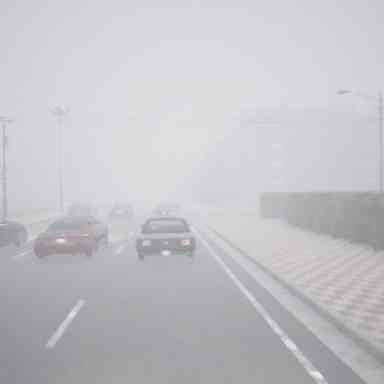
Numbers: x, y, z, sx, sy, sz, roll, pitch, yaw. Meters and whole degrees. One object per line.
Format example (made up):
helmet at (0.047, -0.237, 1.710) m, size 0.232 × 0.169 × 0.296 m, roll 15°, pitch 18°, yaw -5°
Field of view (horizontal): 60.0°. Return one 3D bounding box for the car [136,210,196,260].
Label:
car at (-0.977, 1.587, 12.443) m, size 1.895 × 1.301 × 4.718 m, roll -1°, pitch 0°, yaw -5°

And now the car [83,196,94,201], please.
car at (-27.932, 1.723, 89.582) m, size 1.994 × 1.385 × 4.181 m, roll -1°, pitch 0°, yaw -5°

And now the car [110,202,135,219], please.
car at (-6.225, 1.593, 29.617) m, size 1.994 × 1.385 × 4.181 m, roll -1°, pitch 0°, yaw -6°

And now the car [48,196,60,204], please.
car at (-29.931, 1.657, 72.849) m, size 2.097 × 1.767 × 4.553 m, roll -1°, pitch 0°, yaw -5°

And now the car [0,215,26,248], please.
car at (-8.024, 1.587, 12.672) m, size 2.128 × 1.511 × 4.902 m, roll -1°, pitch 0°, yaw -5°

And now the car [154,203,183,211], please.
car at (-1.758, 1.517, 25.644) m, size 2.033 × 1.411 × 5.357 m, roll -1°, pitch 0°, yaw 5°

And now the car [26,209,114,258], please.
car at (-4.545, 1.604, 13.099) m, size 1.994 × 1.385 × 4.181 m, roll -1°, pitch 0°, yaw -5°

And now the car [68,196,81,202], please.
car at (-31.418, 1.765, 89.269) m, size 2.033 × 1.411 × 5.357 m, roll -1°, pitch 0°, yaw -5°

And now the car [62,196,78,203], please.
car at (-26.446, 1.772, 73.201) m, size 2.128 × 1.511 × 4.902 m, roll -1°, pitch 0°, yaw -5°

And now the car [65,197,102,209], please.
car at (-9.809, 1.562, 30.199) m, size 1.882 × 1.535 × 5.008 m, roll -1°, pitch 0°, yaw -6°

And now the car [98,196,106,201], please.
car at (-24.450, 1.654, 89.933) m, size 2.033 × 1.411 × 5.357 m, roll -1°, pitch 0°, yaw -5°
